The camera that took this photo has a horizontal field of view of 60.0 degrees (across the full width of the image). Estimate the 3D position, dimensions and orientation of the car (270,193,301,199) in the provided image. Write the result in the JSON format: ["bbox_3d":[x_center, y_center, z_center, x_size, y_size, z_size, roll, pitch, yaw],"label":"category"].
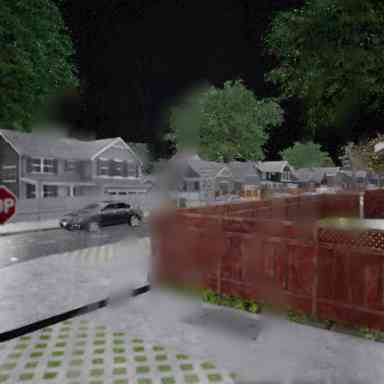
[{"bbox_3d":[11.189,0.805,40.902,2.033,1.411,5.357,0,1,35],"label":"car"}]

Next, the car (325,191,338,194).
[{"bbox_3d":[20.073,0.550,48.699,2.128,1.511,4.902,0,1,35],"label":"car"}]

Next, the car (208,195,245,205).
[{"bbox_3d":[3.019,1.007,29.270,2.128,1.511,4.902,0,1,36],"label":"car"}]

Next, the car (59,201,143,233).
[{"bbox_3d":[-4.794,1.262,18.128,1.837,1.490,4.892,0,1,35],"label":"car"}]

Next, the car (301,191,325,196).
[{"bbox_3d":[14.256,0.748,40.299,1.837,1.490,4.892,0,1,35],"label":"car"}]
